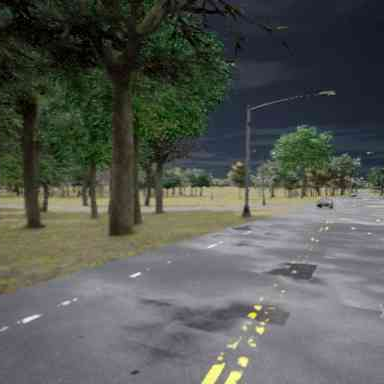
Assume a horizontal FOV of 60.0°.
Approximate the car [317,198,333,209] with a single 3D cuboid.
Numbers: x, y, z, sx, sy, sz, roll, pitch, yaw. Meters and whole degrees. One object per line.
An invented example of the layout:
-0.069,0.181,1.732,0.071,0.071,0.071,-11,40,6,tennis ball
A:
18.603,1.550,46.353,2.033,1.411,5.357,1,-1,26,car
